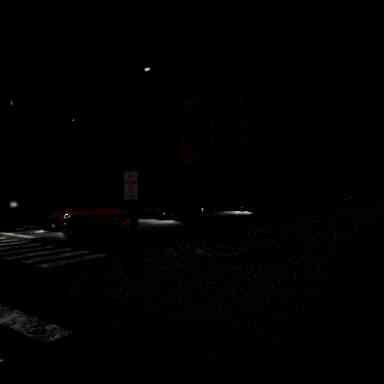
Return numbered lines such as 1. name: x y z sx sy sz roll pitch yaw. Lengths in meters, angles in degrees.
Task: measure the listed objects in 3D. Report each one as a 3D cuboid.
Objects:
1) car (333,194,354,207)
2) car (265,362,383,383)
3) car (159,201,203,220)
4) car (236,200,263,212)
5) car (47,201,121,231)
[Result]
1. car: 24.099 1.346 52.878 2.150 2.045 5.566 0 0 35
2. car: 2.194 1.551 1.277 4.403 1.369 2.008 0 0 36
3. car: -0.884 1.540 29.220 1.837 1.490 4.892 0 0 35
4. car: 6.966 1.627 40.271 1.994 1.385 4.181 0 0 35
5. car: -6.704 1.370 21.012 2.097 1.767 4.553 0 0 35
